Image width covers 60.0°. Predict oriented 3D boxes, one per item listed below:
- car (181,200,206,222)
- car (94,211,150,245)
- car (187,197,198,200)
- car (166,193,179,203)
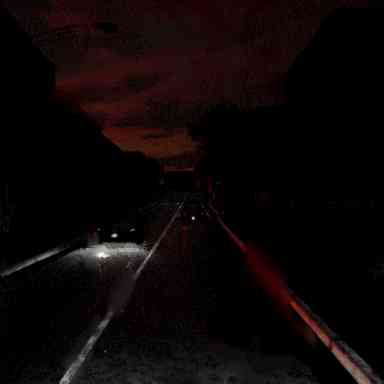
[{"bbox_3d":[0.094,1.599,26.506,1.895,1.301,4.718,0,0,0],"label":"car"},{"bbox_3d":[-3.151,1.580,15.550,1.994,1.385,4.181,0,0,0],"label":"car"},{"bbox_3d":[0.075,1.374,42.766,1.837,1.490,4.892,0,1,0],"label":"car"},{"bbox_3d":[-3.405,1.032,58.845,2.097,1.767,4.553,0,1,0],"label":"car"}]
